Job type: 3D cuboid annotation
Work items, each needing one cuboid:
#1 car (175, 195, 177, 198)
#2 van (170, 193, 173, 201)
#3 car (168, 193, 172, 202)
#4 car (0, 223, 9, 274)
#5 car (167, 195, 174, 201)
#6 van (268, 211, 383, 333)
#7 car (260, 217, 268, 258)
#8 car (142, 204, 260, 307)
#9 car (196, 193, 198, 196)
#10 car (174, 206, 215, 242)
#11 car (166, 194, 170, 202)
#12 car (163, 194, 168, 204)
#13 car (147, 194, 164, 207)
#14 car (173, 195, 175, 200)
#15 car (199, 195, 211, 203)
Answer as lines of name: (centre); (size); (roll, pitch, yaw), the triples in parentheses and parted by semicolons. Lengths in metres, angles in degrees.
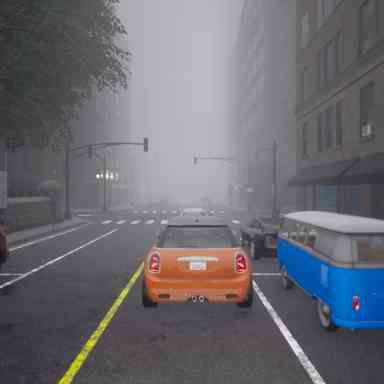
car: (-5.672, 1.290, 82.913); (2.192, 1.841, 5.009); (0, 0, 0)
van: (-5.671, 1.312, 72.011); (1.690, 1.788, 3.998); (0, 0, 0)
car: (-5.671, 1.515, 66.560); (1.887, 1.381, 4.507); (0, 0, 0)
car: (-5.669, 1.314, 6.519); (2.192, 1.841, 5.009); (0, 0, 0)
car: (-5.671, 1.503, 88.193); (1.752, 1.417, 4.829); (0, 0, 0)
van: (2.856, 1.340, 6.559); (1.690, 1.788, 3.998); (0, 0, 0)
car: (2.856, 1.563, 12.220); (1.947, 1.339, 4.313); (0, 0, 0)
car: (0.102, 1.351, 8.113); (2.097, 1.767, 4.553); (0, 0, 0)
car: (2.853, 1.507, 94.009); (1.752, 1.417, 4.829); (0, 0, 0)
car: (0.101, 1.521, 17.114); (1.812, 1.442, 4.674); (0, 0, 0)
car: (-5.671, 1.515, 61.109); (1.887, 1.381, 4.507); (0, 0, 0)
car: (-5.670, 1.522, 55.658); (2.008, 1.369, 4.403); (0, 0, 0)
car: (-5.670, 1.498, 50.038); (1.752, 1.417, 4.829); (0, 0, 0)
car: (-5.671, 1.523, 77.462); (2.008, 1.369, 4.403); (0, 0, 0)
car: (2.854, 1.410, 66.596); (1.967, 1.590, 4.097); (0, 0, 0)
